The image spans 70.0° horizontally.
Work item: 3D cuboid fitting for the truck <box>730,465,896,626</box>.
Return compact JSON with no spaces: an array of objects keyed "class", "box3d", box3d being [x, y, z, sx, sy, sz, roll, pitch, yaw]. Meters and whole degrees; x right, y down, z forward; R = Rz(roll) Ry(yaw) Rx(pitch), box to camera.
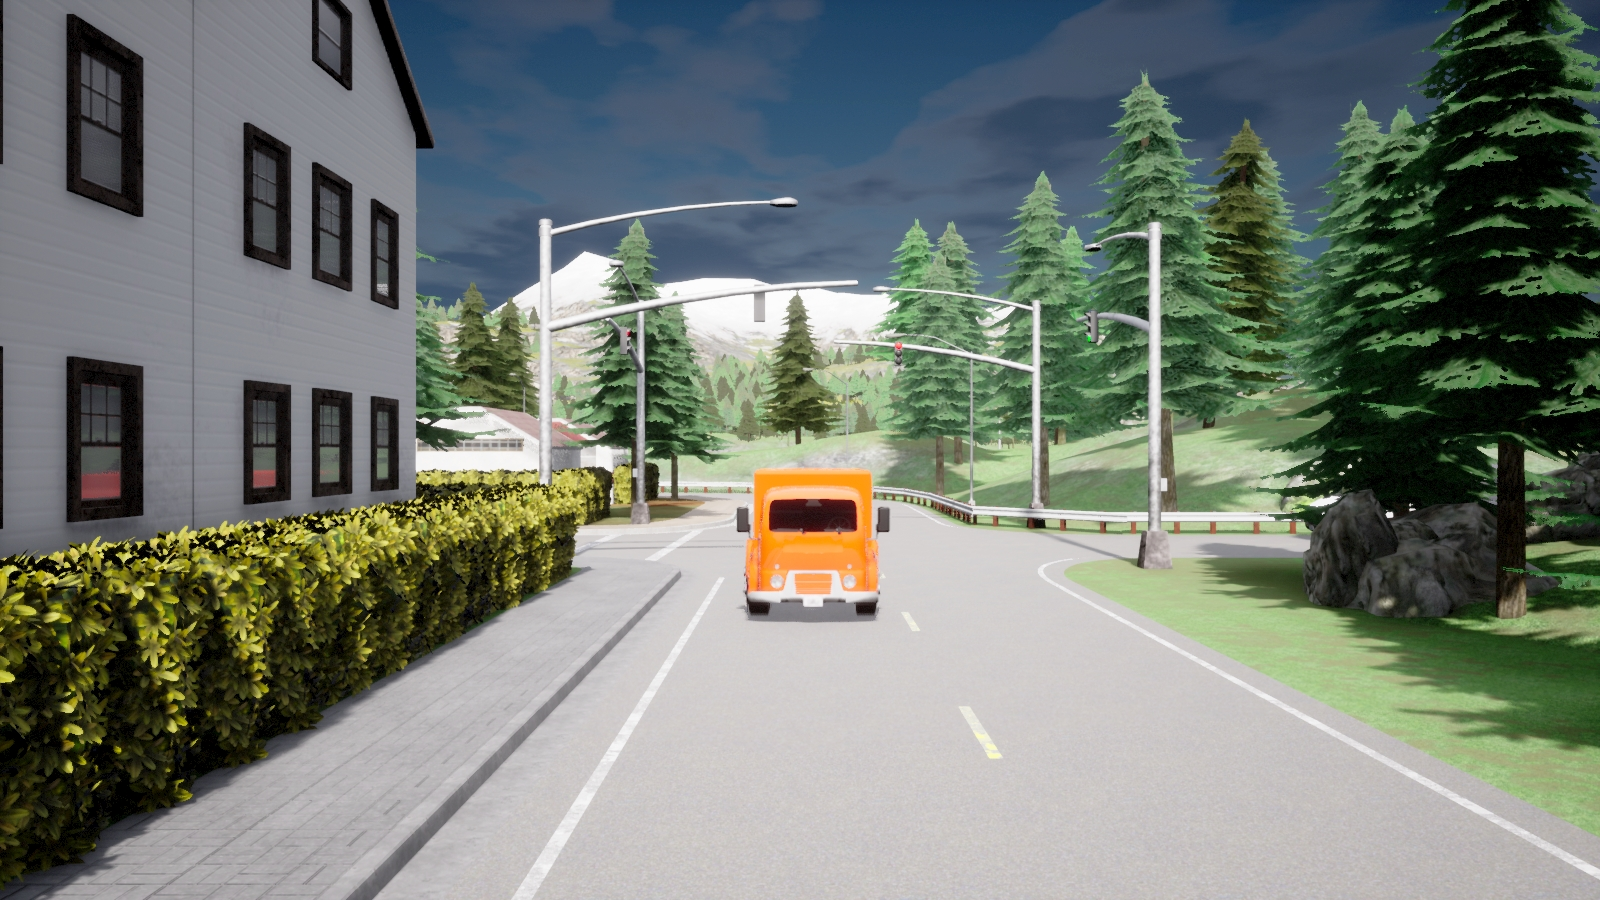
[{"class":"truck","box3d":[0.224,1.548,20.714,2.627,2.467,5.204,0,0,0]}]
